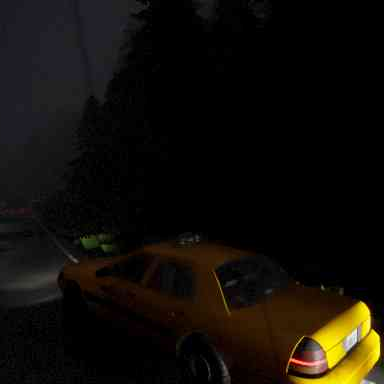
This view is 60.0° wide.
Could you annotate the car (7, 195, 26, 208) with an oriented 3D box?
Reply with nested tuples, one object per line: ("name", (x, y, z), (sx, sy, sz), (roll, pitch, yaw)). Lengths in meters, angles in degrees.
("car", (-21.125, 1.057, 40.067), (2.128, 1.511, 4.902), (-2, 2, -26))

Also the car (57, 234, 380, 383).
("car", (-0.253, 1.417, 5.085), (5.366, 1.575, 1.801), (1, 1, 44))
